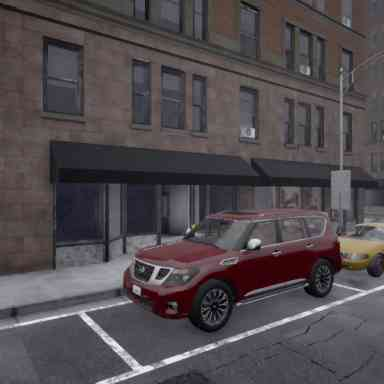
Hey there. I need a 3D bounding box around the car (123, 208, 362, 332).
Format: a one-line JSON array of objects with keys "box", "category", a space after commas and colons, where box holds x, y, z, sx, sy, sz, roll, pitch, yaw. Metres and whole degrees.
[{"box": [1.127, 1.315, 7.003, 5.009, 1.841, 2.192, 0, 0, -35], "category": "car"}]

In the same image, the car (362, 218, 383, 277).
[{"box": [5.612, 1.525, 10.200, 4.829, 1.417, 1.752, 0, 0, -35], "category": "car"}]
